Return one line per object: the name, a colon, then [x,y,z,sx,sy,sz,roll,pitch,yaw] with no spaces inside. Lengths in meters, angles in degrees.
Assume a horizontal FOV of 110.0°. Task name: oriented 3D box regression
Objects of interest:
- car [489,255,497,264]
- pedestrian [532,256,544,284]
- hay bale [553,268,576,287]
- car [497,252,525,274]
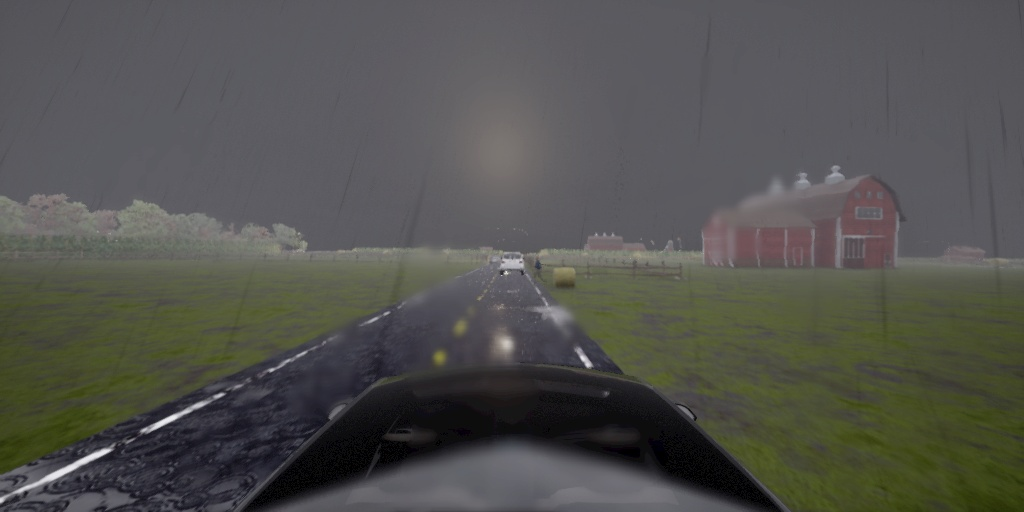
car: [-2.798,0.650,60.347,2.128,1.511,4.902,0,1,1]
pedestrian: [1.651,0.833,22.610,0.375,1.860,0.375,1,0,2]
hay bale: [3.120,1.206,21.462,1.220,1.180,1.240,0,0,0]
car: [0.042,0.646,34.181,2.150,2.045,5.566,0,1,0]
